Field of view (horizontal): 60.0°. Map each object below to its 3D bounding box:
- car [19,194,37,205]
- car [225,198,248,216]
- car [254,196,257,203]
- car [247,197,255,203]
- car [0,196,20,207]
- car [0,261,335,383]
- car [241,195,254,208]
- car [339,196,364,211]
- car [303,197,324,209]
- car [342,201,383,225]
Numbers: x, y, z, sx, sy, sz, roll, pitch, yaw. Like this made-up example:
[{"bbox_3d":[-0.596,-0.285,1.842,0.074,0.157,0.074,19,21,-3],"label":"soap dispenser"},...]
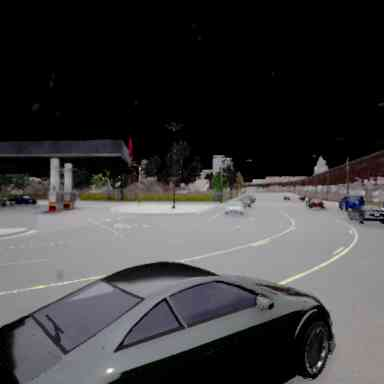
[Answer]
[{"bbox_3d":[-29.980,1.505,59.313,4.611,1.667,2.242,0,0,12],"label":"car"},{"bbox_3d":[4.538,1.709,34.892,1.812,1.442,4.674,0,0,12],"label":"car"},{"bbox_3d":[11.809,1.596,69.031,2.150,2.045,5.566,0,0,12],"label":"car"},{"bbox_3d":[14.644,1.923,82.535,1.882,1.535,5.008,0,0,12],"label":"car"},{"bbox_3d":[-30.392,1.636,53.531,3.806,1.475,1.970,0,0,12],"label":"car"},{"bbox_3d":[-0.073,1.584,4.028,4.181,1.385,1.994,0,0,-39],"label":"car"},{"bbox_3d":[8.454,1.637,53.389,2.097,1.767,4.553,0,0,12],"label":"car"},{"bbox_3d":[20.845,1.493,43.437,2.150,2.045,5.566,0,0,12],"label":"car"},{"bbox_3d":[18.925,1.655,51.349,2.097,1.767,4.553,0,0,12],"label":"car"},{"bbox_3d":[13.662,1.713,26.102,2.033,1.411,5.357,0,0,12],"label":"car"}]
